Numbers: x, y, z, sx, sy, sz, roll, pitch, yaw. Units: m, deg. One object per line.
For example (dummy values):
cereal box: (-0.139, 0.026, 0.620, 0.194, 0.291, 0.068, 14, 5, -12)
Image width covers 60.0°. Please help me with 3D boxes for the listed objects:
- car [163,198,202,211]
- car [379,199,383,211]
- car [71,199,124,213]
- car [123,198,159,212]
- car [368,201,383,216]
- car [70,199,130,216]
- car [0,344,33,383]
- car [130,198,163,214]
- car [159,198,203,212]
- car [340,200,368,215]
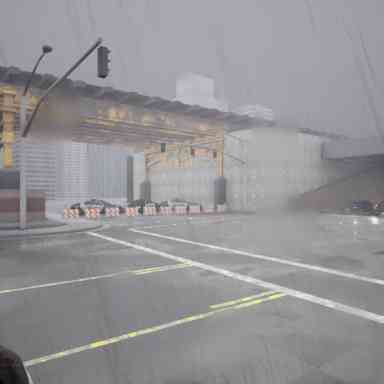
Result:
car: (-1.403, 1.295, 38.530, 4.536, 1.218, 1.853, 0, 0, -7)
car: (24.838, 1.547, 40.149, 5.357, 1.411, 2.033, 0, 0, -37)
car: (-9.046, 1.295, 32.085, 4.536, 1.218, 1.853, 0, 0, 8)
car: (-5.239, 1.295, 34.819, 1.853, 1.218, 4.536, 0, 0, 18)
car: (18.967, 1.352, 31.332, 4.553, 1.767, 2.097, 0, 0, -37)
car: (-8.995, 1.453, 32.078, 4.974, 1.542, 2.038, 0, 0, 8)
car: (-3.331, 1.492, 1.395, 4.902, 1.511, 2.128, 0, 0, -35)
car: (-5.255, 1.453, 34.770, 2.038, 1.542, 4.974, 0, 0, 18)
car: (-1.351, 1.453, 38.536, 4.974, 1.542, 2.038, 0, 0, -7)
car: (17.188, 1.526, 34.377, 4.674, 1.442, 1.812, 0, 0, -37)
